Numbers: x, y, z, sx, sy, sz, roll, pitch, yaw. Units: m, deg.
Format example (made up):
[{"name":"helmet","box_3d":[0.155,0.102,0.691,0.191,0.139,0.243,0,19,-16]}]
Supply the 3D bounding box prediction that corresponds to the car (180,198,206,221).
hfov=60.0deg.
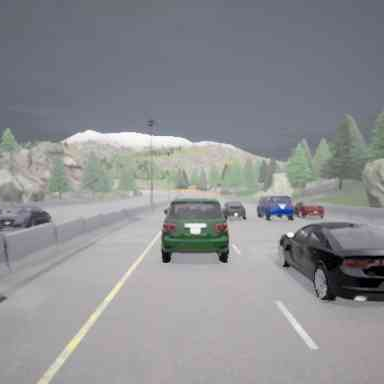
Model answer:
[{"name":"car","box_3d":[0.102,1.457,29.230,2.097,1.767,4.553,0,-1,0]}]

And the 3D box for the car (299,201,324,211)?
[{"name":"car","box_3d":[10.603,1.600,30.986,1.882,1.535,5.008,0,-1,0]}]

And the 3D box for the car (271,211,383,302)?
[{"name":"car","box_3d":[3.601,1.473,8.329,1.882,1.535,5.008,0,0,0]}]

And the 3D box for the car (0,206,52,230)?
[{"name":"car","box_3d":[-10.596,1.606,21.124,1.994,1.385,4.181,0,0,0]}]

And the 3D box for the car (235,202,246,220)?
[{"name":"car","box_3d":[3.602,1.613,29.551,1.837,1.490,4.892,0,-1,0]}]

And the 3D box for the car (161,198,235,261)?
[{"name":"car","box_3d":[0.101,1.224,12.337,2.150,2.045,5.566,0,0,0]}]

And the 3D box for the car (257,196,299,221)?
[{"name":"car","box_3d":[7.102,1.321,28.734,2.150,2.045,5.566,0,-1,0]}]
